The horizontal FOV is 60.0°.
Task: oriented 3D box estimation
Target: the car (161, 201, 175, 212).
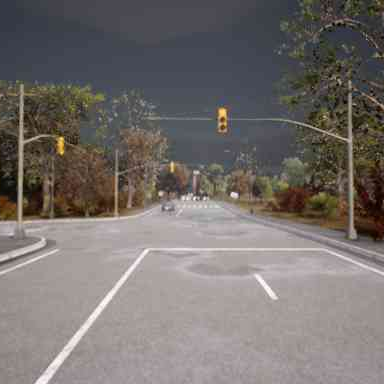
[{"bbox_3d":[-3.538,2.184,49.889,2.128,1.511,4.902,0,0,0],"label":"car"}]
